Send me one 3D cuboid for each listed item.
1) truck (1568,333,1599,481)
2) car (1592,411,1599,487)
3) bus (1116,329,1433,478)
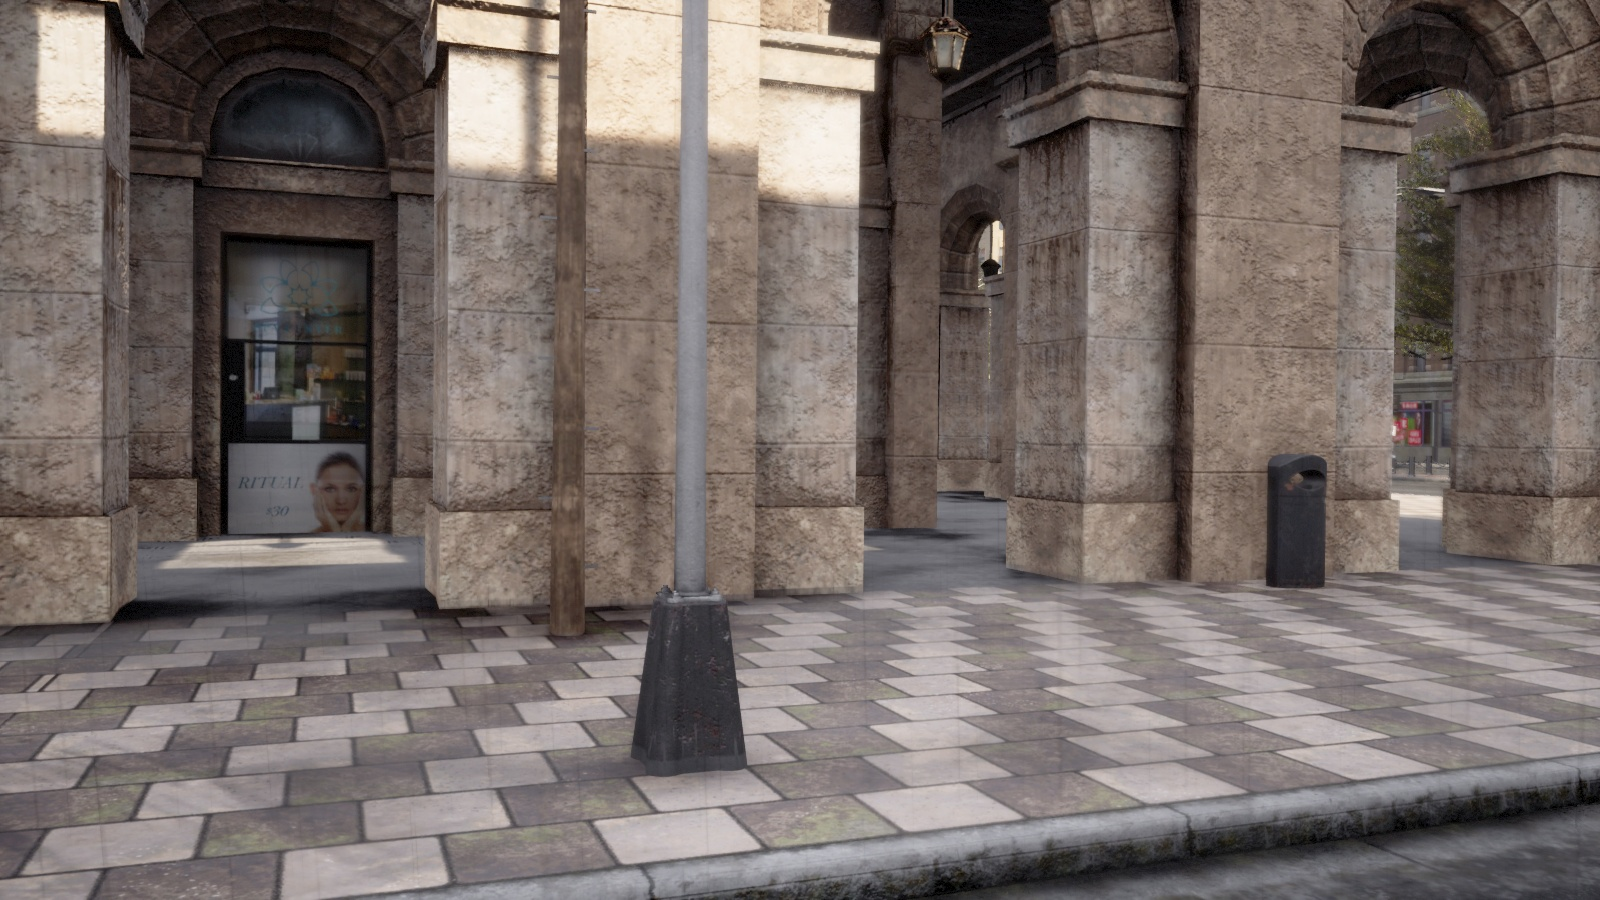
[{"bbox_3d":[23.223,-1.103,29.849,2.891,3.827,8.468,-1,1,-21],"label":"truck"},{"bbox_3d":[20.346,-0.014,27.671,2.097,1.767,4.553,-1,1,-20],"label":"car"},{"bbox_3d":[15.112,-1.415,41.349,3.944,4.253,10.273,-1,1,-21],"label":"bus"}]
